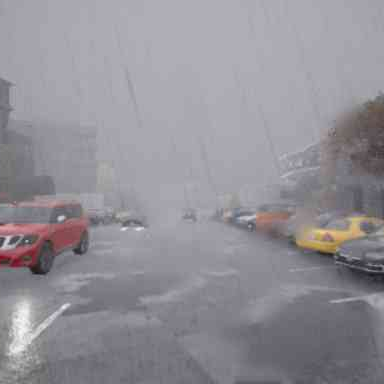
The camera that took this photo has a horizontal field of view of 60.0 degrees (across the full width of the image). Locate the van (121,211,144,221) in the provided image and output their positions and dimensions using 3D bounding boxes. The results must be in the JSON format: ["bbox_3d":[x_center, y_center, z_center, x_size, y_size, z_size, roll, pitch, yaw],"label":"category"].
[{"bbox_3d":[-12.173,4.921,68.127,4.442,1.987,1.878,1,-5,-21],"label":"van"}]

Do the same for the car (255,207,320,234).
[{"bbox_3d":[6.375,1.785,18.339,5.008,1.535,2.097,2,-3,-20],"label":"car"}]

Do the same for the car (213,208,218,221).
[{"bbox_3d":[6.084,3.500,47.618,4.892,1.521,2.231,2,-5,-21],"label":"car"}]

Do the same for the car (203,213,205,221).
[{"bbox_3d":[5.692,5.331,71.012,5.008,1.535,2.097,3,-6,-21],"label":"car"}]

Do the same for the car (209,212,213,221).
[{"bbox_3d":[6.078,3.460,50.575,5.566,2.045,2.435,2,-5,-21],"label":"car"}]

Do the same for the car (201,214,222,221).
[{"bbox_3d":[5.130,6.821,88.490,5.366,1.575,1.946,3,-5,-21],"label":"car"}]

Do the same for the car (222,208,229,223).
[{"bbox_3d":[6.235,2.726,35.906,5.008,1.535,2.097,2,-4,-20],"label":"car"}]

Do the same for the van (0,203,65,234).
[{"bbox_3d":[-11.368,1.811,23.427,4.442,1.987,1.878,0,-3,-20],"label":"van"}]

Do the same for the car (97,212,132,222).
[{"bbox_3d":[-11.735,3.764,50.266,4.792,1.488,2.163,1,-5,-21],"label":"car"}]

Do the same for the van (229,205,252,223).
[{"bbox_3d":[6.368,2.326,33.032,4.442,1.987,1.878,2,-4,-20],"label":"van"}]

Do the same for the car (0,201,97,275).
[{"bbox_3d":[-5.122,1.313,11.051,2.150,2.045,5.566,0,-1,0],"label":"car"}]

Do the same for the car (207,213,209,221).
[{"bbox_3d":[5.906,4.368,59.315,5.008,1.535,2.097,2,-5,-21],"label":"car"}]

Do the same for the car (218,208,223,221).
[{"bbox_3d":[6.135,2.974,41.763,4.553,1.767,2.185,2,-4,-21],"label":"car"}]

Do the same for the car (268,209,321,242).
[{"bbox_3d":[6.388,1.685,15.413,4.892,1.521,2.231,2,-2,-20],"label":"car"}]

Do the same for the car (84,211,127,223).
[{"bbox_3d":[-11.510,3.312,44.355,5.366,1.575,1.946,1,-4,-21],"label":"car"}]

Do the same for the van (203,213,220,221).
[{"bbox_3d":[5.342,6.862,91.546,4.442,1.987,1.878,3,-6,-21],"label":"van"}]

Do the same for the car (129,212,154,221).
[{"bbox_3d":[-12.282,5.923,80.126,5.566,2.045,2.435,1,-5,-20],"label":"car"}]

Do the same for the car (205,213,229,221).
[{"bbox_3d":[5.630,5.583,73.938,4.892,1.521,2.231,3,-6,-21],"label":"car"}]

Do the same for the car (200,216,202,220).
[{"bbox_3d":[5.384,6.582,85.633,5.008,1.535,2.097,3,-5,-21],"label":"car"}]

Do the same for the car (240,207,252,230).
[{"bbox_3d":[6.304,2.078,24.181,4.792,1.488,2.163,2,-3,-20],"label":"car"}]

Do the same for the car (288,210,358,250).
[{"bbox_3d":[6.566,1.604,12.560,5.366,1.575,1.946,1,-2,-20],"label":"car"}]

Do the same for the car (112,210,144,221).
[{"bbox_3d":[-11.980,4.400,62.194,5.566,2.045,2.435,1,-5,-21],"label":"car"}]

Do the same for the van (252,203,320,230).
[{"bbox_3d":[6.463,1.685,21.318,4.442,1.987,1.878,2,-3,-20],"label":"van"}]

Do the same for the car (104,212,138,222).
[{"bbox_3d":[-12.025,4.175,56.155,5.366,1.575,1.946,1,-4,-21],"label":"car"}]

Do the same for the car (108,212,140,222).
[{"bbox_3d":[-12.075,4.407,59.138,5.366,1.575,1.946,1,-5,-21],"label":"car"}]

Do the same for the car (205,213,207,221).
[{"bbox_3d":[5.727,4.958,68.092,4.553,1.767,2.185,3,-5,-21],"label":"car"}]

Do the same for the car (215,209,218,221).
[{"bbox_3d":[6.122,3.299,44.687,4.892,1.521,2.231,2,-4,-21],"label":"car"}]

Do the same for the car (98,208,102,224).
[{"bbox_3d":[-11.578,2.572,32.323,4.792,1.488,2.163,0,-3,-20],"label":"car"}]

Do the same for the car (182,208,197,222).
[{"bbox_3d":[-0.370,3.478,50.727,2.150,2.045,5.566,0,-4,-1],"label":"car"}]

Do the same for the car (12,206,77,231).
[{"bbox_3d":[-11.532,2.070,26.359,4.553,1.767,2.185,0,-3,-20],"label":"car"}]

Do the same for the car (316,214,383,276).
[{"bbox_3d":[6.411,1.543,9.566,4.892,1.521,2.231,1,-1,-20],"label":"car"}]

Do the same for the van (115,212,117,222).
[{"bbox_3d":[-11.541,2.885,41.360,4.442,1.987,1.878,1,-4,-21],"label":"van"}]

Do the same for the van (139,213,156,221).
[{"bbox_3d":[-12.381,6.977,92.082,4.442,1.987,1.878,1,-5,-20],"label":"van"}]

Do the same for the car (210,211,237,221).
[{"bbox_3d":[5.834,4.476,62.246,4.553,1.767,2.185,3,-5,-21],"label":"car"}]

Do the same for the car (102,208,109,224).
[{"bbox_3d":[-11.575,2.766,35.322,4.674,1.452,2.002,0,-3,-20],"label":"car"}]

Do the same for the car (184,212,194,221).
[{"bbox_3d":[-0.535,4.556,61.123,1.837,1.490,4.892,0,-5,-1],"label":"car"}]

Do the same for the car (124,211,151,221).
[{"bbox_3d":[-12.205,5.408,74.130,5.566,2.045,2.435,1,-5,-21],"label":"car"}]

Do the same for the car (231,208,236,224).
[{"bbox_3d":[6.288,2.415,30.045,4.674,1.452,2.002,2,-3,-20],"label":"car"}]

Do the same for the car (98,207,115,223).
[{"bbox_3d":[-11.582,2.790,38.327,4.553,1.767,2.185,1,-4,-21],"label":"car"}]

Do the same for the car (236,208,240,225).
[{"bbox_3d":[6.313,2.247,27.110,4.674,1.452,2.002,2,-3,-20],"label":"car"}]

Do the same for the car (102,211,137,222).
[{"bbox_3d":[-11.634,3.952,53.304,5.366,1.575,1.946,1,-5,-21],"label":"car"}]

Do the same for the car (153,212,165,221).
[{"bbox_3d":[-5.434,4.062,54.626,1.837,1.490,4.892,0,-5,-1],"label":"car"}]

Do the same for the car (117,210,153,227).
[{"bbox_3d":[-5.245,2.537,31.450,2.033,1.411,5.357,0,-3,0],"label":"car"}]
